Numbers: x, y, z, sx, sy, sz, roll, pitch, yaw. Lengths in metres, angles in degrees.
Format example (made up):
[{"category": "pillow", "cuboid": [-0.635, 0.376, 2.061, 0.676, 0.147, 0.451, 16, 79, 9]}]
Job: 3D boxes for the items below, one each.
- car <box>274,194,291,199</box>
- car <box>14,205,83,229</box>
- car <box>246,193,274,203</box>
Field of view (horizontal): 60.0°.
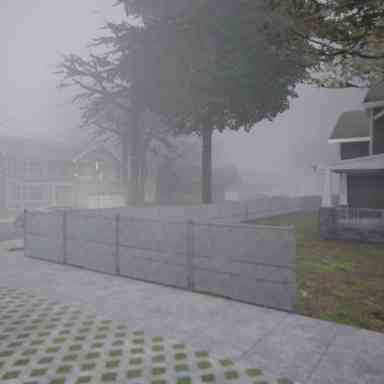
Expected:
[{"category": "car", "cuboid": [12.691, 1.002, 47.313, 1.837, 1.490, 4.892, 1, 2, 36]}, {"category": "car", "cuboid": [-7.552, 1.444, 18.897, 1.812, 1.442, 4.674, 1, 1, 35]}, {"category": "car", "cuboid": [9.387, 0.959, 47.564, 2.128, 1.511, 4.902, 1, 1, 36]}]
